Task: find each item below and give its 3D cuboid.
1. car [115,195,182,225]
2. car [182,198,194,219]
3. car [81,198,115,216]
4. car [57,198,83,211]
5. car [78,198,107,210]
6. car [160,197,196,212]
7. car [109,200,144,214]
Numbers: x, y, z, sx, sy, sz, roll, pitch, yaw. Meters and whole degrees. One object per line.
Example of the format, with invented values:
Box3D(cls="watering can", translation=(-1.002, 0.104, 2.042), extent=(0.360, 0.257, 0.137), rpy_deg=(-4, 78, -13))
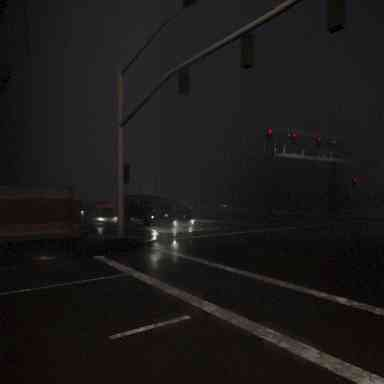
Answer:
Box3D(cls="car", translation=(-3.334, 1.222, 24.549), extent=(2.150, 2.045, 5.566), rpy_deg=(0, 0, -36))
Box3D(cls="car", translation=(-1.918, 1.352, 28.581), extent=(2.097, 1.767, 4.553), rpy_deg=(0, 0, -36))
Box3D(cls="car", translation=(-9.095, 1.478, 32.574), extent=(1.882, 1.535, 5.008), rpy_deg=(0, 0, -36))
Box3D(cls="car", translation=(-15.090, 1.526, 40.941), extent=(1.812, 1.442, 4.674), rpy_deg=(0, 0, -35))
Box3D(cls="car", translation=(-13.364, 1.547, 44.531), extent=(2.033, 1.411, 5.357), rpy_deg=(0, 0, -36))
Box3D(cls="car", translation=(-1.786, 1.477, 40.724), extent=(1.882, 1.535, 5.008), rpy_deg=(0, 0, -36))
Box3D(cls="car", translation=(-7.161, 1.601, 35.880), extent=(1.895, 1.301, 4.718), rpy_deg=(0, 0, -36))
